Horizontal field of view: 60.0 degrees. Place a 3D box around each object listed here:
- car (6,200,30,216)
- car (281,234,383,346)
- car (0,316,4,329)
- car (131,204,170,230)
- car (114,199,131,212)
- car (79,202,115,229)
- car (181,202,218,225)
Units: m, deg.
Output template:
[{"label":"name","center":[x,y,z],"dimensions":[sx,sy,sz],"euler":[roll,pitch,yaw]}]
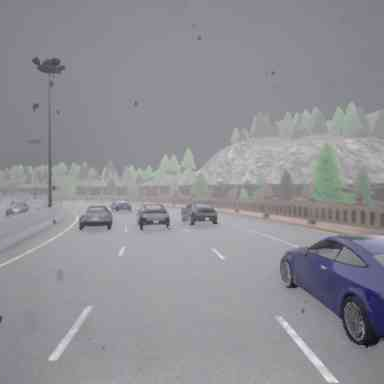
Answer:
[{"label":"car","center":[-17.634,1.620,33.852],"dimensions":[2.128,1.511,4.902],"euler":[0,0,-23]},{"label":"car","center":[3.184,1.508,6.227],"dimensions":[1.812,1.442,4.674],"euler":[0,0,-4]},{"label":"car","center":[-3.534,1.561,2.259],"dimensions":[2.033,1.411,5.357],"euler":[0,0,-2]},{"label":"car","center":[-2.604,1.506,21.590],"dimensions":[2.128,1.511,4.902],"euler":[0,0,-13]},{"label":"car","center":[-8.455,1.583,39.577],"dimensions":[1.812,1.442,4.674],"euler":[0,0,-23]},{"label":"car","center":[-6.309,1.601,22.082],"dimensions":[1.994,1.385,4.181],"euler":[0,0,-13]},{"label":"car","center":[0.433,1.501,23.925],"dimensions":[1.837,1.490,4.892],"euler":[0,0,-13]}]
